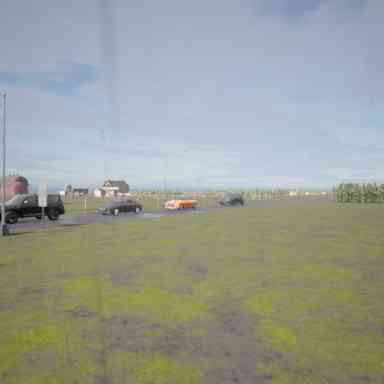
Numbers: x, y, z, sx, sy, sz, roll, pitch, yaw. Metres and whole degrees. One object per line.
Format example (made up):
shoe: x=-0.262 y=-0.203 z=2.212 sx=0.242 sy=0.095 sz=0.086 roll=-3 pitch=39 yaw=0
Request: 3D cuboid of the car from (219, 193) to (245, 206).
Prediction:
car: x=6.477 y=1.180 z=53.248 sx=2.150 sy=2.045 sz=5.566 roll=1 pitch=0 yaw=34

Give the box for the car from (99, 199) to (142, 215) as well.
car: x=-7.055 y=1.468 z=33.130 sx=1.837 sy=1.490 sz=4.892 roll=1 pitch=0 yaw=34

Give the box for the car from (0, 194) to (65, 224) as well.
car: x=-12.381 y=1.192 z=25.124 sx=2.150 sy=2.045 sz=5.566 roll=1 pitch=0 yaw=33

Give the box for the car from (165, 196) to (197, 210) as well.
car: x=-1.341 y=1.308 z=41.673 sx=2.097 sy=1.767 sz=4.553 roll=1 pitch=0 yaw=34
